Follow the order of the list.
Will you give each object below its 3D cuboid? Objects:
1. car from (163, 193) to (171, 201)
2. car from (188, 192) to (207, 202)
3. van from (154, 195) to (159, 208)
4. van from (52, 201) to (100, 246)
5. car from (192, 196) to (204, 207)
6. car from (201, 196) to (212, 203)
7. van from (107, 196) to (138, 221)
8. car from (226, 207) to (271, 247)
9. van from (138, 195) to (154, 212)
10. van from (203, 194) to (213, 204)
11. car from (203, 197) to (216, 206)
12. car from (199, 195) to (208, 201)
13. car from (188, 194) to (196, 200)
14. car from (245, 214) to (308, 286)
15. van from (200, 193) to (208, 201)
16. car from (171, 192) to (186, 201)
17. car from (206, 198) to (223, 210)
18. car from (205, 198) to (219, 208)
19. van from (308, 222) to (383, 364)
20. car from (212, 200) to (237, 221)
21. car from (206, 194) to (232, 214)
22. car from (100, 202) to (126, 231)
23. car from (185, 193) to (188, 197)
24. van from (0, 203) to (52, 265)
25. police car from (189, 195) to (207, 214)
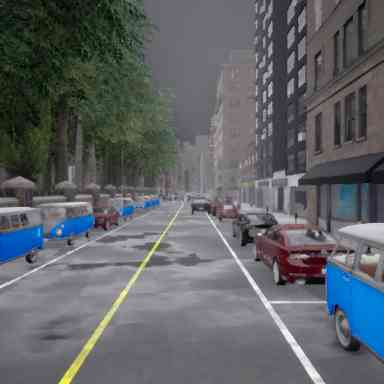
[{"bbox_3d":[-5.669,1.200,77.150,2.192,1.841,5.009,0,0,0],"label":"car"},{"bbox_3d":[0.882,1.316,44.830,2.097,1.767,4.553,0,0,0],"label":"car"},{"bbox_3d":[-5.671,1.302,43.202,1.690,1.788,3.998,0,0,0],"label":"van"},{"bbox_3d":[-5.672,1.335,14.913,1.690,1.788,3.998,0,0,0],"label":"van"},{"bbox_3d":[0.900,1.459,50.860,1.837,1.490,4.892,0,0,0],"label":"car"},{"bbox_3d":[2.856,1.459,65.870,1.887,1.381,4.507,0,0,0],"label":"car"},{"bbox_3d":[-5.671,1.325,26.229,1.690,1.788,3.998,0,0,0],"label":"van"},{"bbox_3d":[2.854,1.559,14.925,1.947,1.339,4.313,0,0,0],"label":"car"},{"bbox_3d":[-5.671,1.311,37.545,1.690,1.788,3.998,0,0,0],"label":"van"},{"bbox_3d":[2.855,1.268,60.209,1.690,1.788,3.998,0,0,0],"label":"van"},{"bbox_3d":[2.855,1.521,54.549,1.802,1.307,4.206,0,0,0],"label":"car"},{"bbox_3d":[2.856,1.435,82.851,1.947,1.339,4.313,0,0,0],"label":"car"},{"bbox_3d":[0.000,1.199,85.384,1.882,1.535,5.008,0,0,0],"label":"car"},{"bbox_3d":[2.854,1.541,9.265,1.887,1.381,4.507,0,0,0],"label":"car"},{"bbox_3d":[2.855,1.226,77.190,1.690,1.788,3.998,0,0,0],"label":"van"},{"bbox_3d":[-3.001,1.057,75.915,2.150,2.045,5.566,0,0,0],"label":"car"},{"bbox_3d":[2.855,1.505,43.228,1.887,1.381,4.507,0,0,0],"label":"car"},{"bbox_3d":[2.855,1.532,48.888,1.802,1.307,4.206,0,0,0],"label":"car"},{"bbox_3d":[2.853,1.339,3.605,1.690,1.788,3.998,0,0,0],"label":"van"},{"bbox_3d":[2.855,1.566,26.246,1.802,1.307,4.206,0,0,0],"label":"car"},{"bbox_3d":[2.854,1.292,31.907,2.192,1.841,5.009,0,0,0],"label":"car"},{"bbox_3d":[-5.671,1.534,20.571,1.887,1.381,4.507,0,0,0],"label":"car"},{"bbox_3d":[0.000,1.271,70.277,1.837,1.490,4.892,0,0,0],"label":"car"},{"bbox_3d":[-5.672,1.337,9.256,1.690,1.788,3.998,0,0,0],"label":"van"},{"bbox_3d":[0.900,1.399,34.971,1.930,1.638,5.238,0,0,0],"label":"police car"}]
